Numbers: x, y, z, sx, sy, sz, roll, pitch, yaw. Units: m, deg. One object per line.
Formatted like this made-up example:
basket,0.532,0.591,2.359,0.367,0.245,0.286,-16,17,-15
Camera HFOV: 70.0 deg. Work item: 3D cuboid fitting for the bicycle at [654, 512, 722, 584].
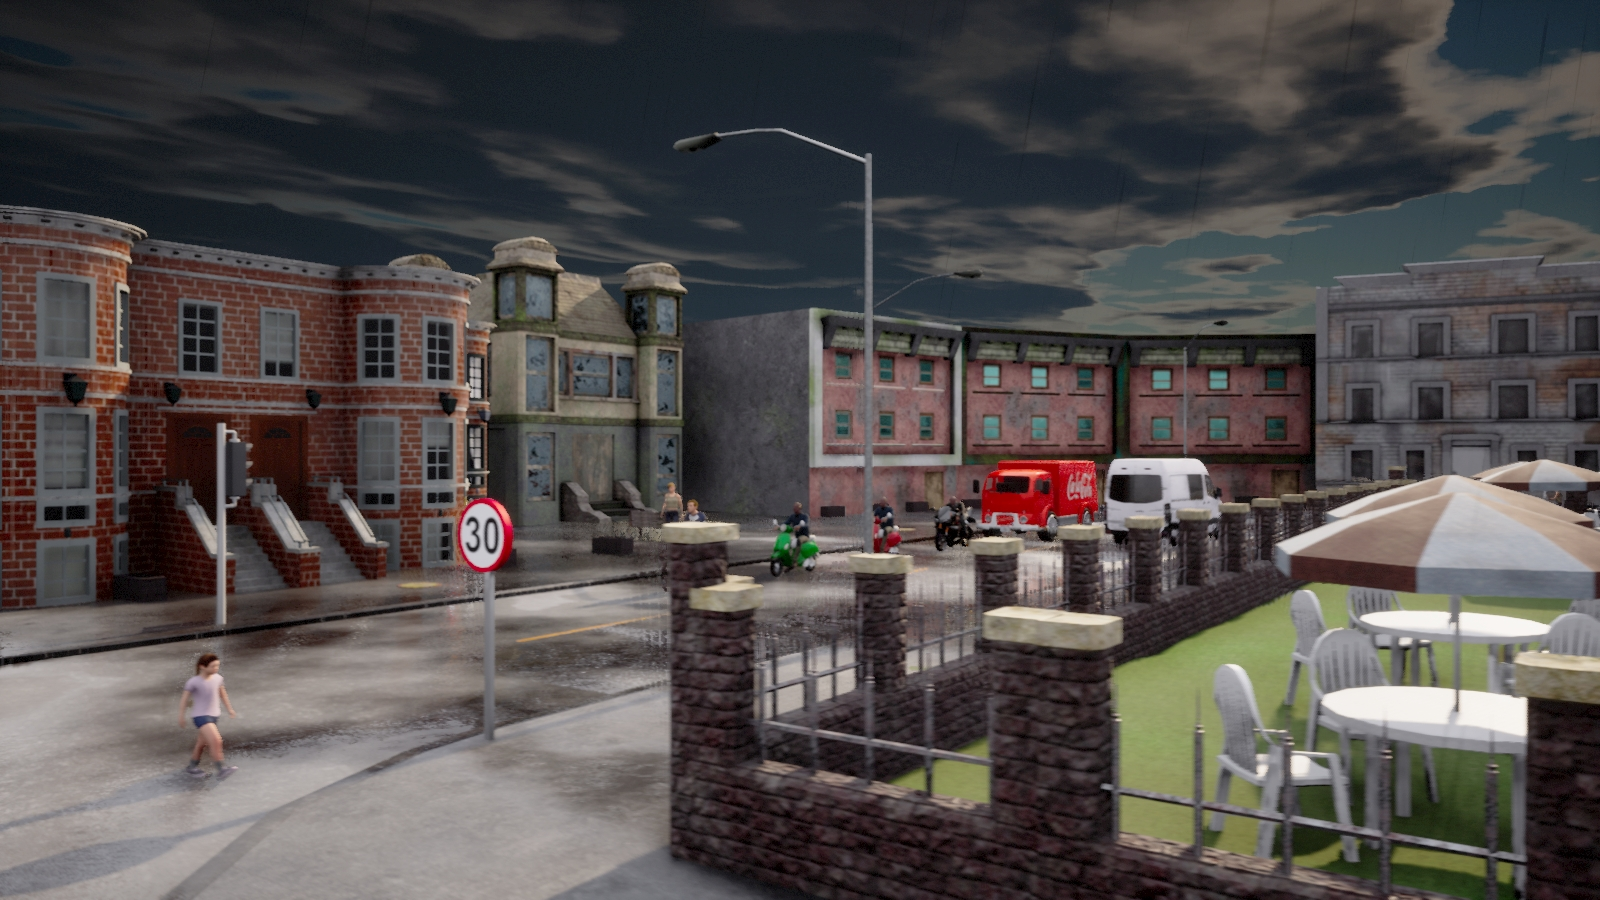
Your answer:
bicycle,-2.215,1.936,22.826,0.373,1.296,1.643,0,0,35

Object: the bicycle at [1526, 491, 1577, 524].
bicycle,26.846,2.036,40.812,1.487,1.080,0.859,0,0,34

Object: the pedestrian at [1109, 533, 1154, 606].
pedestrian,5.301,1.897,18.275,0.500,1.100,0.500,0,0,-44

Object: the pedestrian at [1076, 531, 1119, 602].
pedestrian,4.866,1.897,18.699,0.500,1.100,0.500,0,0,-44

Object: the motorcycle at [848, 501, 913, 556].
motorcycle,2.051,1.962,28.911,0.856,1.236,1.805,0,0,35

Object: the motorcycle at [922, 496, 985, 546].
motorcycle,4.352,1.985,32.306,0.867,1.251,2.209,0,0,35

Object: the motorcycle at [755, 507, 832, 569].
motorcycle,-0.124,1.962,25.814,0.856,1.236,1.805,0,0,35

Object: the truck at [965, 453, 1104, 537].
truck,7.632,1.348,36.759,2.627,2.467,5.204,0,0,33

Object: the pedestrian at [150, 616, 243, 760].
pedestrian,-5.140,2.009,9.743,0.500,1.100,0.500,0,0,17

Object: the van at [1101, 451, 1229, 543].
van,11.311,1.315,35.081,1.988,2.561,5.915,0,0,36

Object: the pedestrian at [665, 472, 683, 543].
pedestrian,-3.367,1.526,30.500,0.375,1.860,0.375,0,0,11
